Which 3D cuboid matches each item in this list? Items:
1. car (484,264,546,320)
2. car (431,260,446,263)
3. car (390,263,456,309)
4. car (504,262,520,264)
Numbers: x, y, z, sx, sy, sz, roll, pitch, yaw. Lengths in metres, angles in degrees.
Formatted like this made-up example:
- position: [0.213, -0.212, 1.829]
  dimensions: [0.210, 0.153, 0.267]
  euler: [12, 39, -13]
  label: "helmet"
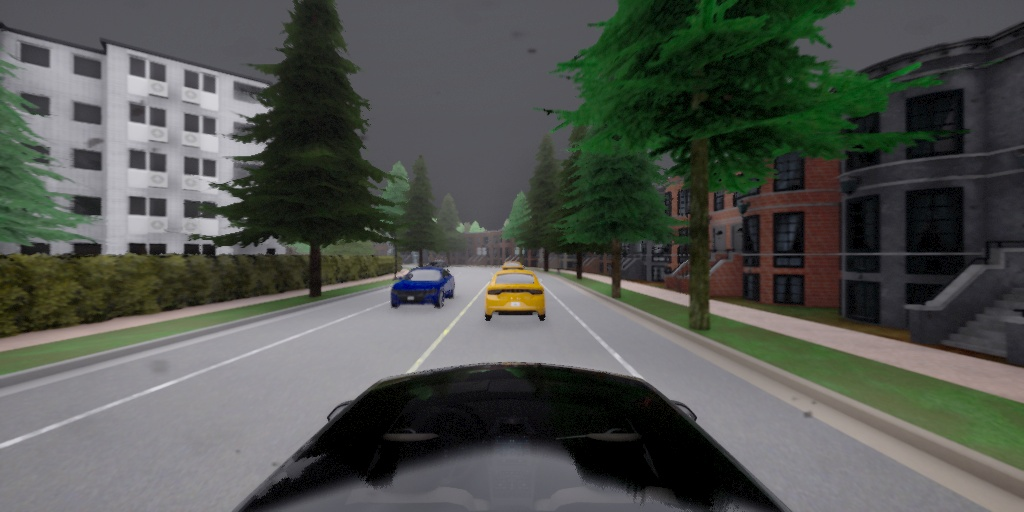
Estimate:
- position: [0.098, 1.226, 12.725]
  dimensions: [1.882, 1.535, 5.008]
  euler: [0, 0, 0]
  label: "car"
- position: [-11.551, 1.307, 57.040]
  dimensions: [1.994, 1.385, 4.181]
  euler: [0, 0, -33]
  label: "car"
- position: [-3.606, 1.226, 15.263]
  dimensions: [1.882, 1.535, 5.008]
  euler: [0, 0, 0]
  label: "car"
- position: [-0.016, 1.224, 31.214]
  dimensions: [1.882, 1.535, 5.008]
  euler: [0, 0, -2]
  label: "car"
